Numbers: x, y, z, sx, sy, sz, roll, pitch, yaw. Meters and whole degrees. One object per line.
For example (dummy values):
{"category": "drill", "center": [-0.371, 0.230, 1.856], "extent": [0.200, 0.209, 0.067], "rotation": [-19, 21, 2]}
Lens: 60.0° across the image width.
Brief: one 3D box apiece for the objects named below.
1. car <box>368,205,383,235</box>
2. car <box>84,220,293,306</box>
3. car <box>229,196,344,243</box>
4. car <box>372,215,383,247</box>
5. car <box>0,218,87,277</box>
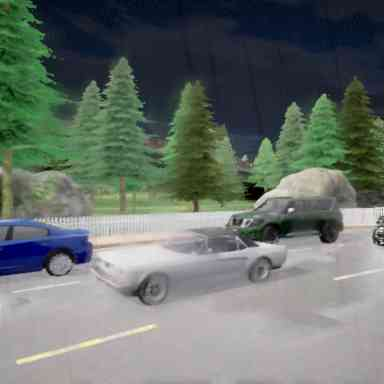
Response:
{"category": "car", "center": [12.361, 1.475, 17.989], "extent": [4.902, 1.511, 2.128], "rotation": [0, 0, -17]}
{"category": "car", "center": [0.075, 1.597, 8.130], "extent": [4.718, 1.301, 1.895], "rotation": [0, 0, -33]}
{"category": "car", "center": [4.187, 1.212, 14.638], "extent": [5.566, 2.045, 2.150], "rotation": [0, 0, -27]}
{"category": "car", "center": [9.477, 1.340, 13.244], "extent": [4.553, 1.767, 2.097], "rotation": [0, 0, -22]}
{"category": "car", "center": [-5.178, 1.476, 8.740], "extent": [5.008, 1.535, 1.882], "rotation": [0, 0, -34]}
